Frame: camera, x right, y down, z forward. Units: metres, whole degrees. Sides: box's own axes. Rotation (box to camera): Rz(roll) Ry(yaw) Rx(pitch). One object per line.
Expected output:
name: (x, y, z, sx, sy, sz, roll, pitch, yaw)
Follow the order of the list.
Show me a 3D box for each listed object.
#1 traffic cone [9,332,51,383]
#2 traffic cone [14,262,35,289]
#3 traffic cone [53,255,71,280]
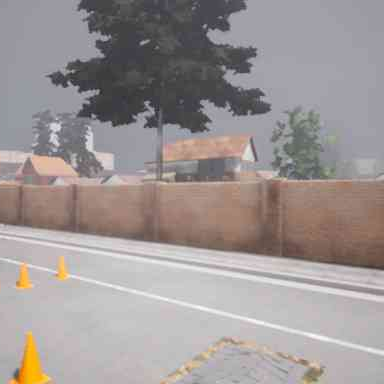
traffic cone: (-1.914, 1.957, 3.940, 0.340, 0.580, 0.340, 0, 0, 36)
traffic cone: (-3.987, 1.957, 7.903, 0.340, 0.580, 0.340, 0, 0, 36)
traffic cone: (-3.402, 1.959, 8.714, 0.340, 0.580, 0.340, 0, 0, 36)
